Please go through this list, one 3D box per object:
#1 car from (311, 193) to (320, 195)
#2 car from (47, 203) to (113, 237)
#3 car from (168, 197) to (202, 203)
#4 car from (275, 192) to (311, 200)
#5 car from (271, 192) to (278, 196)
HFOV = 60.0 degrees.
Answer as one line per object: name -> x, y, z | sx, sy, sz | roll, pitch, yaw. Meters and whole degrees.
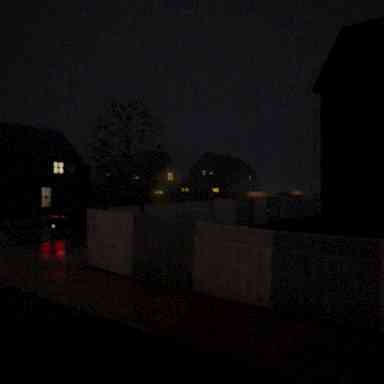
car -> 18.397, 0.847, 49.813 | 1.882, 1.535, 5.008 | 0, 1, 35
car -> -4.883, 1.307, 17.039 | 2.128, 1.511, 4.902 | 0, 1, 35
car -> -0.678, 1.191, 27.878 | 1.837, 1.490, 4.892 | 0, 1, 35
car -> 12.746, 1.026, 41.776 | 2.033, 1.411, 5.357 | 0, 1, 36
car -> 12.002, 0.797, 45.591 | 2.097, 1.767, 4.553 | 0, 1, 36
